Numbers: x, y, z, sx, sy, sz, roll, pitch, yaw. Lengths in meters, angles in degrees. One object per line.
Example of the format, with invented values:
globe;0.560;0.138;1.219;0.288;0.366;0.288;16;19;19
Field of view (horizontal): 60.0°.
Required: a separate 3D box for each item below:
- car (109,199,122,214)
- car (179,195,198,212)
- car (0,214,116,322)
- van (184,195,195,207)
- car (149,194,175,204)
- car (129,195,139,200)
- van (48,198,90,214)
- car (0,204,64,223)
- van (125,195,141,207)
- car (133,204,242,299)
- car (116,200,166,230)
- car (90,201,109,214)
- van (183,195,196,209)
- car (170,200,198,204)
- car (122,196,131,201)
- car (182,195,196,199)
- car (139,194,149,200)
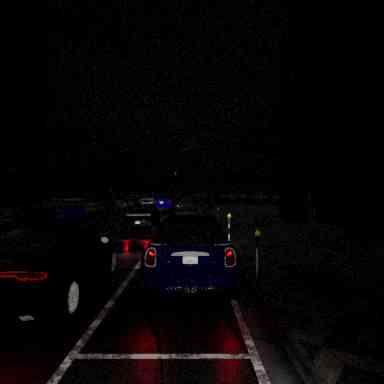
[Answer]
car;-8.909;1.572;34.448;1.947;1.339;4.313;0;0;0
car;-0.384;1.324;39.886;2.192;1.841;5.009;0;0;0
car;-3.048;1.478;7.369;1.882;1.535;5.008;0;-1;0
van;-0.384;1.356;50.761;1.690;1.788;3.998;0;0;0
car;-3.148;1.228;37.431;2.150;2.045;5.566;0;0;0
car;-8.910;1.452;45.324;1.967;1.590;4.097;0;0;0
van;-8.909;1.344;23.573;1.690;1.788;3.998;0;0;0
car;-8.909;1.567;18.136;1.947;1.339;4.313;0;0;0
van;-8.910;1.355;50.762;1.690;1.788;3.998;0;0;0
car;-0.032;1.353;8.620;2.097;1.767;4.553;0;0;0
car;-3.044;1.494;21.041;2.128;1.511;4.902;0;0;0
car;-8.909;1.530;28.841;1.752;1.417;4.829;0;0;0
van;-0.384;1.353;45.324;1.690;1.788;3.998;0;0;0
car;-0.384;1.528;23.743;1.752;1.417;4.829;0;0;0
car;-8.909;1.534;39.716;1.752;1.417;4.829;0;0;0
car;-0.384;1.446;34.448;1.967;1.590;4.097;0;0;0
car;-6.150;1.236;47.515;2.150;2.045;5.566;0;0;0
